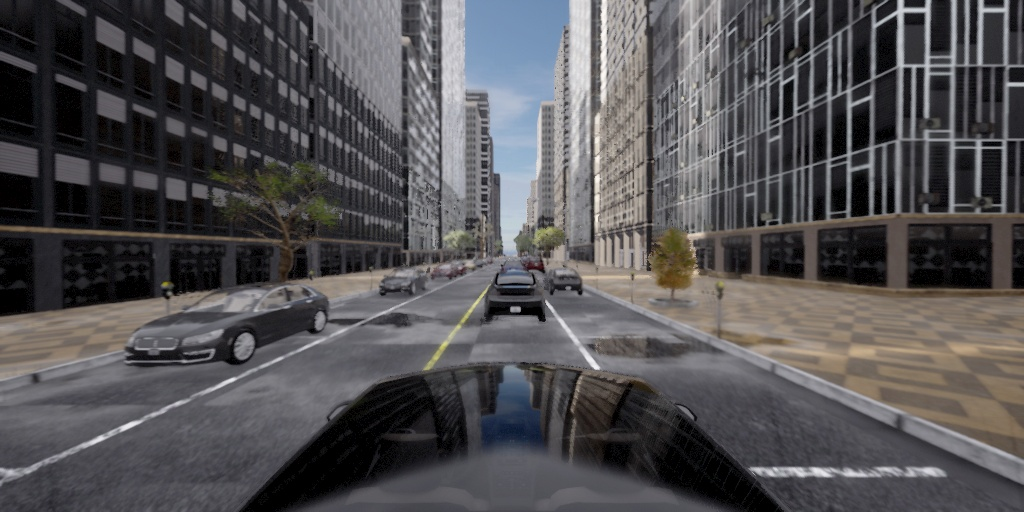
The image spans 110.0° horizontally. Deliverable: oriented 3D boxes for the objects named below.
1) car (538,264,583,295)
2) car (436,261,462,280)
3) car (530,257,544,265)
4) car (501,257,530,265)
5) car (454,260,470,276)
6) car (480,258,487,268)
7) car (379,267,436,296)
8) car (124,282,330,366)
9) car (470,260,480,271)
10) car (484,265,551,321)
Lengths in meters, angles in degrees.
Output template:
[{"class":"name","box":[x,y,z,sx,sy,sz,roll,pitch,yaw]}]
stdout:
[{"class":"car","box":[2.688,1.287,19.254,2.007,1.370,4.403,0,0,0]},{"class":"car","box":[-5.694,1.309,30.621,1.802,1.307,4.207,0,0,0]},{"class":"car","box":[2.686,1.032,41.989,2.192,1.841,5.009,0,0,0]},{"class":"car","box":[0.100,1.080,29.627,2.097,1.767,4.553,0,0,0]},{"class":"car","box":[-5.694,1.162,36.304,1.967,1.591,4.097,0,0,0]},{"class":"car","box":[-5.696,1.269,59.039,1.948,1.339,4.313,0,0,0]},{"class":"car","box":[-5.693,1.287,19.253,2.007,1.370,4.403,0,0,0]},{"class":"car","box":[-5.692,1.296,7.886,2.007,1.370,4.403,0,0,0]},{"class":"car","box":[-5.694,1.238,47.502,1.751,1.417,4.829,0,0,0]},{"class":"car","box":[0.100,1.247,12.451,1.837,1.490,4.892,0,0,0]}]
